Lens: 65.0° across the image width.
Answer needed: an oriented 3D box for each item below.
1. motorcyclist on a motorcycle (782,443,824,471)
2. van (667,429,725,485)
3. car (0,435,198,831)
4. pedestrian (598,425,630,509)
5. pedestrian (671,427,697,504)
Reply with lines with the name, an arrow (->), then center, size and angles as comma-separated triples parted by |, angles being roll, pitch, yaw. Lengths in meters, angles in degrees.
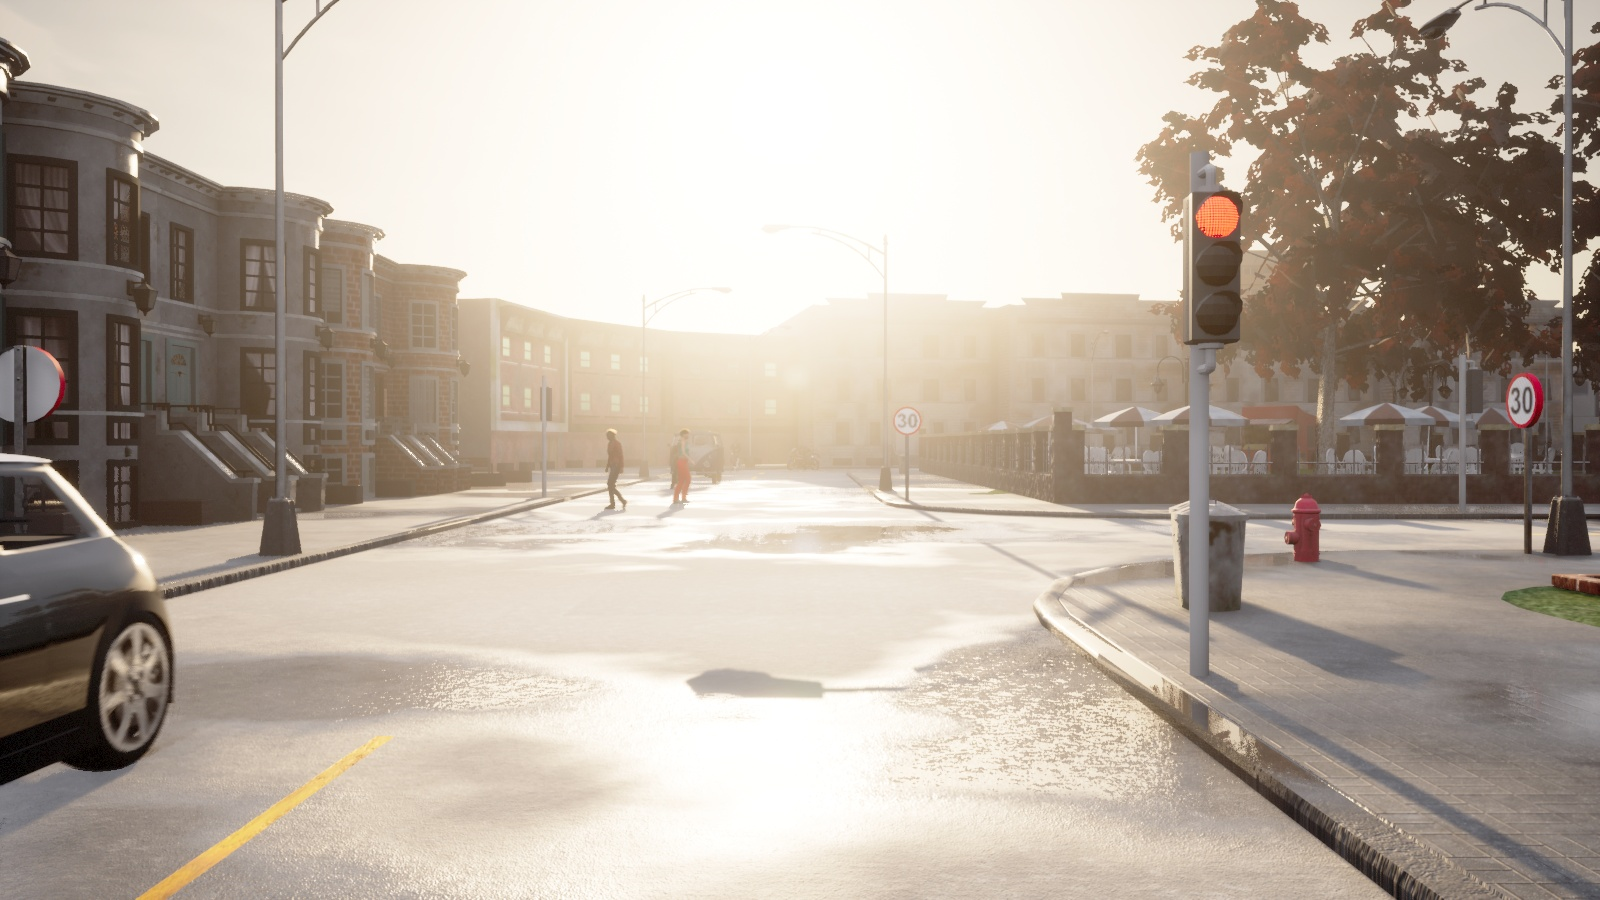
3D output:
motorcyclist on a motorcycle -> 0.157, 0.393, 69.182 | 2.191, 1.530, 0.866 | 0, 0, -35
van -> -3.846, 0.230, 47.095 | 1.775, 1.987, 4.442 | 0, 0, 0
car -> -3.967, 0.684, 4.296 | 1.970, 1.475, 3.806 | 0, 0, 0
pedestrian -> -4.109, 0.372, 27.689 | 0.636, 1.846, 0.331 | 0, 0, -23
pedestrian -> -2.795, 0.367, 30.277 | 0.594, 1.836, 0.345 | 0, 0, -3
